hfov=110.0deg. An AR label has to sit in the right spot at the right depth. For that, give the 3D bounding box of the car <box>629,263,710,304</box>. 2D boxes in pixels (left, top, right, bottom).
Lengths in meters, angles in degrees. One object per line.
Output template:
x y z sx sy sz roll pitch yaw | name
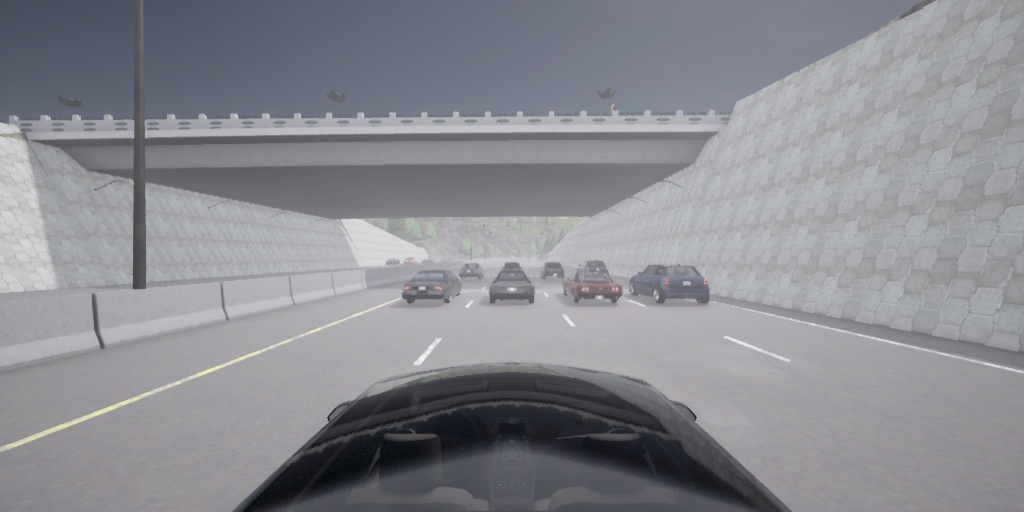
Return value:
7.000 1.113 16.470 2.097 1.767 4.553 0 0 0 | car

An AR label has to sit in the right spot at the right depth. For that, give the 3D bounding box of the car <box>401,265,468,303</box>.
-3.500 1.310 16.500 2.033 1.411 5.357 0 0 0 | car

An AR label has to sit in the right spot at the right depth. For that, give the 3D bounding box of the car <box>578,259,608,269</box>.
7.000 1.114 31.470 2.097 1.767 4.553 0 0 0 | car

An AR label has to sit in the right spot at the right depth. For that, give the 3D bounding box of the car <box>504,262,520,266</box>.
0.000 1.264 31.500 1.837 1.490 4.892 0 0 0 | car

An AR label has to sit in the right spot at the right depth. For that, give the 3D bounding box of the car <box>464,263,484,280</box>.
-3.500 1.311 31.500 2.033 1.411 5.357 0 0 0 | car

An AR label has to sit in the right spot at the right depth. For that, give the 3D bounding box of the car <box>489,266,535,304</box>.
0.000 1.320 16.500 1.994 1.385 4.181 0 0 0 | car

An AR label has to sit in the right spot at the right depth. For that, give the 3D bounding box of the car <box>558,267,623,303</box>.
3.500 1.363 16.530 1.895 1.301 4.718 0 0 0 | car

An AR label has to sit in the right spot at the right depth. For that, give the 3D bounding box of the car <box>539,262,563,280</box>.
3.500 1.264 31.500 1.837 1.490 4.892 0 0 0 | car
